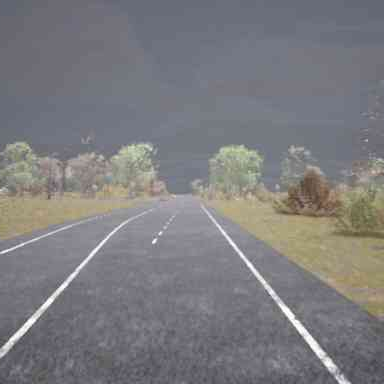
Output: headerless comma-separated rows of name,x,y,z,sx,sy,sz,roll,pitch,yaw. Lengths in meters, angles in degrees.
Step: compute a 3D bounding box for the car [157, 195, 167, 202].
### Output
car,-7.124,1.579,79.026,2.097,1.767,4.553,0,0,0
